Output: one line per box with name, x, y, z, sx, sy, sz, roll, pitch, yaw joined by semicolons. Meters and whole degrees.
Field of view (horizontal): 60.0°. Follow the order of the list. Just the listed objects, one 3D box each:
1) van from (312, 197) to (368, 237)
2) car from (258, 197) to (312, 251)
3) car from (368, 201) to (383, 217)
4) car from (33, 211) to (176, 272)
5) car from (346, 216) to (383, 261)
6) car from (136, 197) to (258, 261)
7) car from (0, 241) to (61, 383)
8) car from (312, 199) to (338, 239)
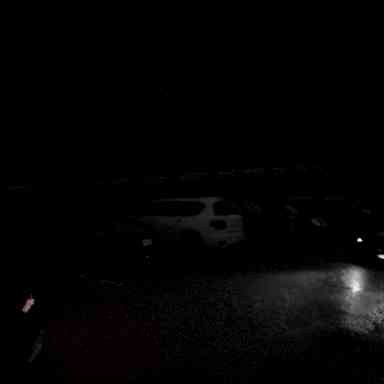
van;6.635;1.238;17.791;4.442;1.987;1.878;-1;0;35
car;1.821;1.216;14.239;5.566;2.045;2.435;-1;-1;35
car;9.201;1.460;19.475;4.892;1.521;2.231;-1;-1;35
car;-3.171;1.502;10.761;4.792;1.488;2.163;-1;0;35
car;7.424;1.585;11.034;4.718;1.301;1.895;0;0;-34
car;-0.703;1.219;12.508;5.566;2.045;2.435;-1;0;35
car;-3.974;1.489;2.902;4.902;1.511;2.128;0;0;-37
car;4.241;1.340;16.010;4.553;1.767;2.185;-1;-1;35
